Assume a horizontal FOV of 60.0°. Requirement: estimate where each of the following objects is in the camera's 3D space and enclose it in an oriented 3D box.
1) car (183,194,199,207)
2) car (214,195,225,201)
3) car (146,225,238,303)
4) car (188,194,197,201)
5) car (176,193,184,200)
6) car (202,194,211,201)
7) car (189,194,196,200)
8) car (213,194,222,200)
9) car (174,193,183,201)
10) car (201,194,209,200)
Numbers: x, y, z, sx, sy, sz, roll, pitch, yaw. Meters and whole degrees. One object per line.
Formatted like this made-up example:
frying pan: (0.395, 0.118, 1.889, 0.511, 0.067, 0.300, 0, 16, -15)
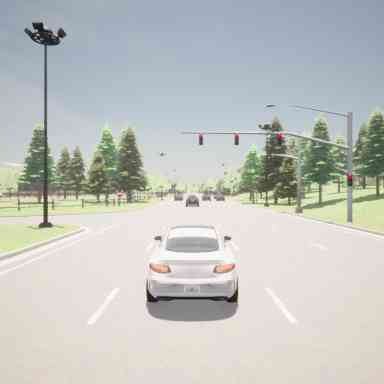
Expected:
car: (0.075, 1.352, 51.979, 2.097, 1.767, 4.553, 0, 0, 0)
car: (7.119, 1.517, 82.612, 2.128, 1.511, 4.902, 0, 0, 0)
car: (0.018, 1.526, 8.106, 1.812, 1.442, 4.674, 0, 0, 0)
car: (0.120, 1.348, 83.009, 2.097, 1.767, 4.553, 0, 0, 0)
car: (-3.366, 1.187, 93.017, 2.097, 1.767, 4.553, 0, 0, 0)
car: (3.620, 1.348, 83.004, 2.097, 1.767, 4.553, 0, 0, 0)
car: (0.134, 1.332, 93.042, 1.837, 1.490, 4.892, 0, 0, 0)
car: (7.134, 1.385, 93.032, 1.994, 1.385, 4.181, 0, 0, 0)
car: (-3.380, 1.544, 83.010, 1.994, 1.385, 4.181, 0, 0, 0)
car: (3.634, 1.372, 93.037, 2.033, 1.411, 5.357, 0, 0, 0)
